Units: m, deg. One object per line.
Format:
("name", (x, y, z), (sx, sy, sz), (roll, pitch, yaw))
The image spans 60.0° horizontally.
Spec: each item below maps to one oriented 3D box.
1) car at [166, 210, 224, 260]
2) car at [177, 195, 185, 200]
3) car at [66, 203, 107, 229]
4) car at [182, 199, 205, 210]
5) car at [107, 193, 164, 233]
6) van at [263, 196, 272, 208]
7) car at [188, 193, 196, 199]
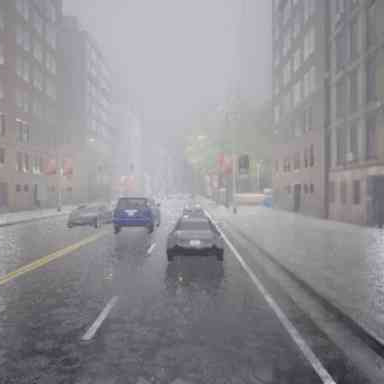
("car", (0.102, 1.578, 12.550), (1.994, 1.385, 4.181), (0, 0, 0))
("car", (-3.238, 1.515, 93.430), (2.128, 1.511, 4.902), (0, 0, 0))
("car", (-6.594, 1.531, 21.770), (1.837, 1.490, 4.892), (0, -1, 0))
("car", (0.102, 1.580, 28.666), (2.033, 1.411, 5.357), (0, 0, 0))
("car", (-3.148, 1.243, 19.813), (2.150, 2.045, 5.566), (0, 0, 0))
("van", (12.170, 1.460, 47.881), (3.998, 1.788, 1.690), (0, 0, 1))
("car", (0.011, 1.490, 93.430), (1.837, 1.490, 4.892), (0, 0, 0))
